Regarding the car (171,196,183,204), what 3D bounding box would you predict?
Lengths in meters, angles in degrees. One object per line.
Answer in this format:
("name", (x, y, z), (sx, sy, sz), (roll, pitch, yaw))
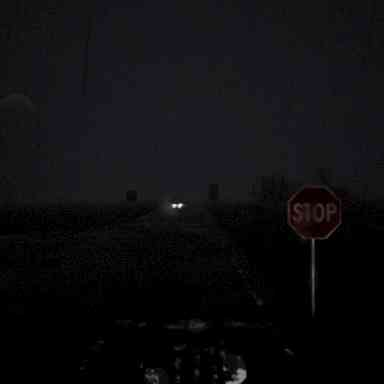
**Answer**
("car", (-2.759, 1.497, 62.709), (2.128, 1.511, 4.902), (0, 0, 0))
